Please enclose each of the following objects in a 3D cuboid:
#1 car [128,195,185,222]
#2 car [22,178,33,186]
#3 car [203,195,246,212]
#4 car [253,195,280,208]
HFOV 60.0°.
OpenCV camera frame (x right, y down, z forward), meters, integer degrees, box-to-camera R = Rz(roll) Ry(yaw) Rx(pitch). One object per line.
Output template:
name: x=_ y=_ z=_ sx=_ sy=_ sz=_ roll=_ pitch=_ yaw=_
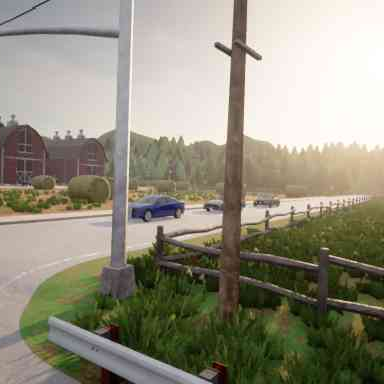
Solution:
car: x=-2.413 y=0.939 z=21.219 sx=1.882 sy=1.535 sz=5.008 roll=3 pitch=2 yaw=33
car: x=-38.961 y=-2.351 z=79.378 sx=1.905 sy=1.878 sz=3.866 roll=8 pitch=2 yaw=-13
car: x=3.026 y=0.992 z=29.481 sx=2.033 sy=1.411 sz=5.357 roll=3 pitch=2 yaw=33
car: x=8.542 y=0.992 z=37.836 sx=1.994 sy=1.385 sz=4.181 roll=3 pitch=2 yaw=33
